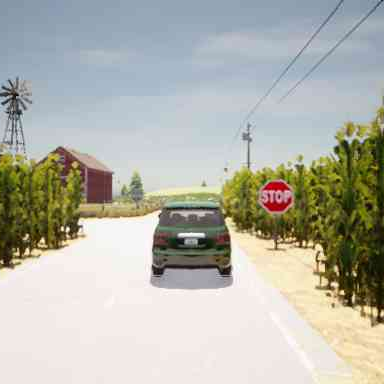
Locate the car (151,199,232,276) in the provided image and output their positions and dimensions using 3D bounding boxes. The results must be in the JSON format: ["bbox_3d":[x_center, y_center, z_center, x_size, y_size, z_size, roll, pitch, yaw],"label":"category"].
[{"bbox_3d":[0.003,1.306,10.759,2.150,2.045,5.566,0,0,0],"label":"car"}]

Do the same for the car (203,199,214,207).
[{"bbox_3d":[3.095,2.028,61.544,1.994,1.385,4.181,0,0,5],"label":"car"}]
